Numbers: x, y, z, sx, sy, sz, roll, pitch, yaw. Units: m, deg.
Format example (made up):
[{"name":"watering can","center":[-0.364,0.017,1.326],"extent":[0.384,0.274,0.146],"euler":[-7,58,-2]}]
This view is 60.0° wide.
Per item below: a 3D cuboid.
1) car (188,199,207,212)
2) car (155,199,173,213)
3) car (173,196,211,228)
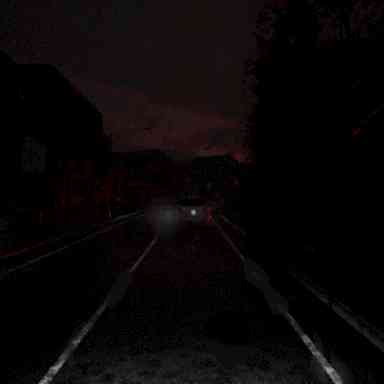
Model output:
[{"name":"car","center":[0.730,1.647,41.637],"extent":[2.033,1.411,5.357],"euler":[-1,0,5]},{"name":"car","center":[-3.124,1.615,39.338],"extent":[2.128,1.511,4.902],"euler":[0,0,4]},{"name":"car","center":[0.092,1.287,22.634],"extent":[2.150,2.045,5.566],"euler":[0,0,0]}]
